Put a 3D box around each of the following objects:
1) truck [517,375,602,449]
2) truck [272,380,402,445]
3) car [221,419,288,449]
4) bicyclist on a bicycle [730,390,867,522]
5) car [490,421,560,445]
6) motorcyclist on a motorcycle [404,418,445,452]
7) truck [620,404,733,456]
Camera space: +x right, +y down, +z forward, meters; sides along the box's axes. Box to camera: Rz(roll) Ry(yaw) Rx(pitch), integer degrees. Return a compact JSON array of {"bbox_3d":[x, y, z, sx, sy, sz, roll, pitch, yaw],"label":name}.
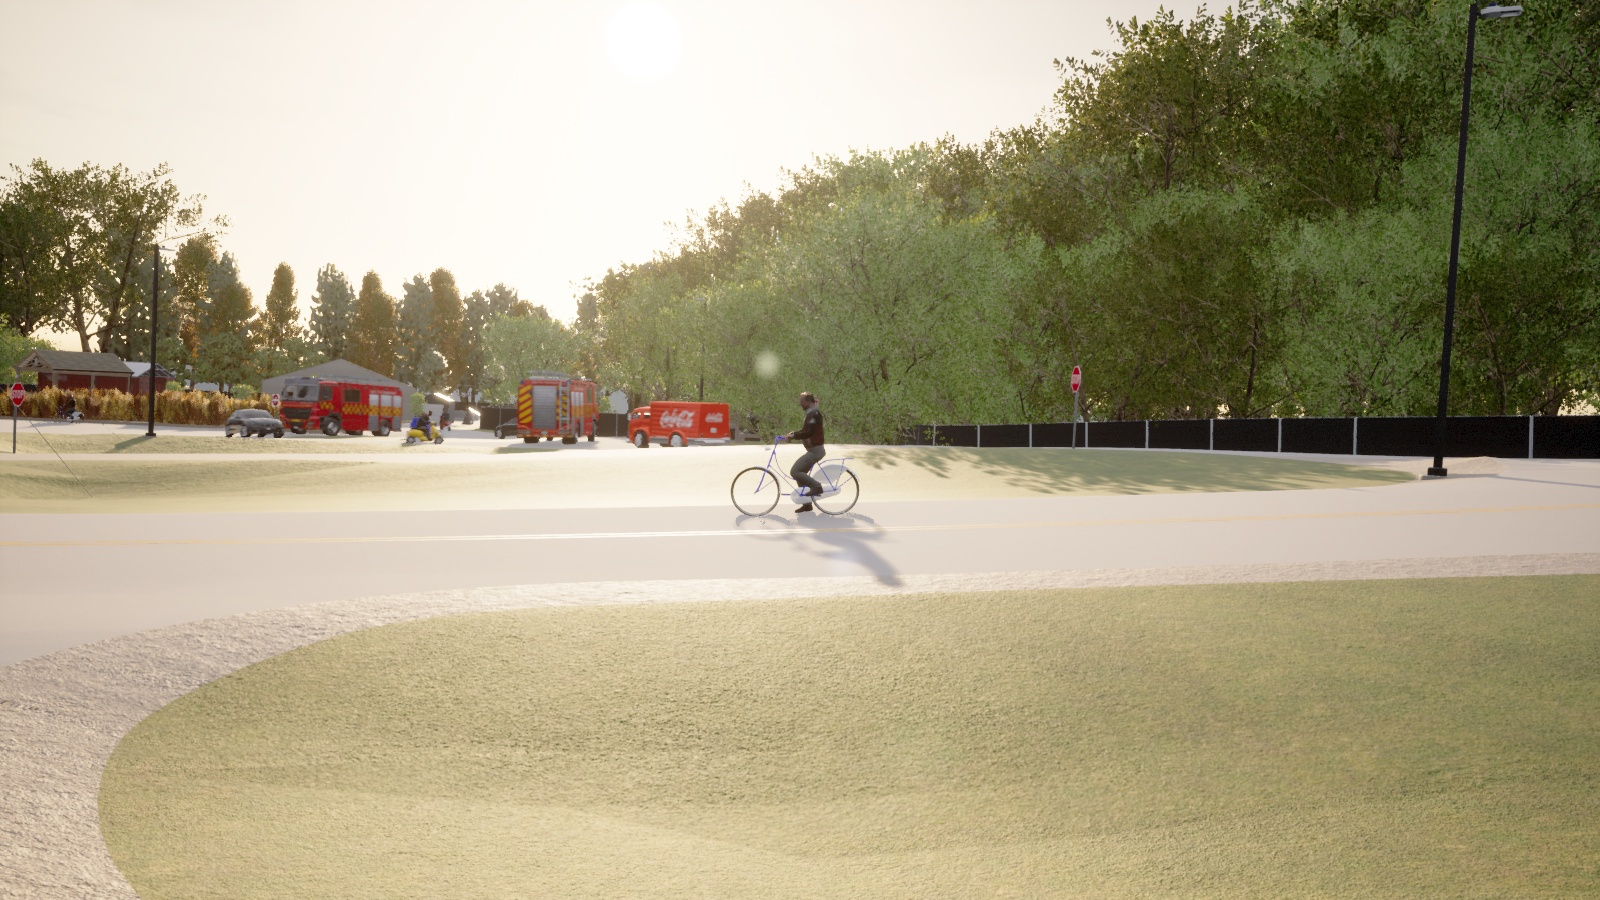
[{"bbox_3d":[-13.047,-2.098,69.004,2.891,3.827,8.468,0,2,1],"label":"truck"},{"bbox_3d":[-29.157,-2.276,79.553,2.891,3.827,8.468,2,1,19],"label":"truck"},{"bbox_3d":[-28.562,-0.850,65.699,1.837,1.490,4.892,-1,1,-40],"label":"car"},{"bbox_3d":[-0.028,0.070,17.746,1.843,1.776,0.659,-2,3,-5],"label":"bicyclist on a bicycle"},{"bbox_3d":[-18.029,-1.106,82.220,4.892,1.490,1.837,0,1,40],"label":"car"},{"bbox_3d":[-18.037,-0.704,60.341,1.817,1.590,0.866,0,2,-15],"label":"motorcyclist on a motorcycle"},{"bbox_3d":[-6.133,-1.039,62.090,5.204,2.467,2.627,2,2,38],"label":"truck"}]
